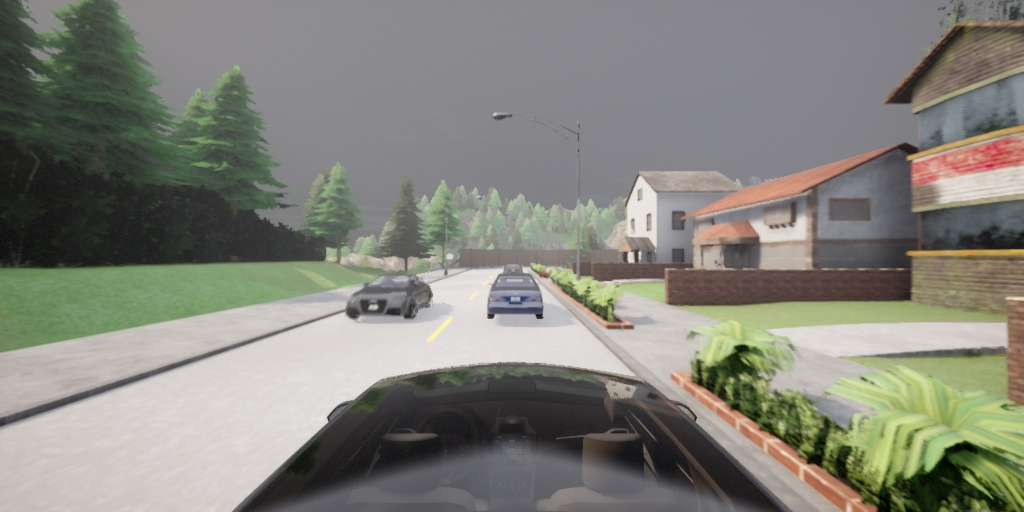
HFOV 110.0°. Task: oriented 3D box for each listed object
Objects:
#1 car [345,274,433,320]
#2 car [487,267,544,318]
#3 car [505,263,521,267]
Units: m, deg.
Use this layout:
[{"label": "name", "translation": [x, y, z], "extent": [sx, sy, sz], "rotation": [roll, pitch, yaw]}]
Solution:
[{"label": "car", "translation": [-4.097, 1.324, 12.588], "extent": [1.994, 1.385, 4.181], "rotation": [0, 0, 0]}, {"label": "car", "translation": [0.099, 1.308, 12.980], "extent": [2.033, 1.411, 5.357], "rotation": [0, 0, 0]}, {"label": "car", "translation": [0.098, 1.327, 33.266], "extent": [2.033, 1.411, 5.357], "rotation": [0, 0, 0]}]
